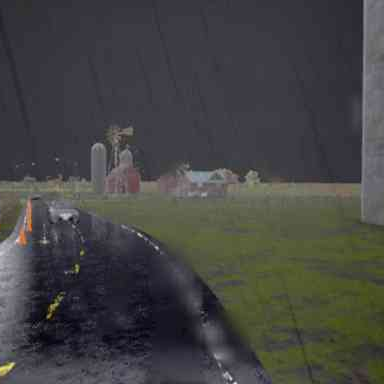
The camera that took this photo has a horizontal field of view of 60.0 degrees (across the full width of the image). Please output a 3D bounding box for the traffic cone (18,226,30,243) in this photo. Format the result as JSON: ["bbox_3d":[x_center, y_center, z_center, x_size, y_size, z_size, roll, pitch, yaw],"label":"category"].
[{"bbox_3d":[-7.329,1.888,14.350,0.340,0.580,0.340,0,0,-20],"label":"traffic cone"}]

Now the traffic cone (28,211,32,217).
[{"bbox_3d":[-11.356,1.823,23.221,0.340,0.580,0.340,0,1,-26],"label":"traffic cone"}]

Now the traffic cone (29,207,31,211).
[{"bbox_3d":[-13.538,1.785,27.720,0.340,0.580,0.340,0,1,-26],"label":"traffic cone"}]

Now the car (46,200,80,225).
[{"bbox_3d":[-8.942,1.354,22.987,2.128,1.511,4.902,0,1,-26],"label":"car"}]

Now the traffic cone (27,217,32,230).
[{"bbox_3d":[-9.177,1.861,18.727,0.340,0.580,0.340,0,1,-26],"label":"traffic cone"}]

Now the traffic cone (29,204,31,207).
[{"bbox_3d":[-15.720,1.742,32.219,0.340,0.580,0.340,0,1,-26],"label":"traffic cone"}]
